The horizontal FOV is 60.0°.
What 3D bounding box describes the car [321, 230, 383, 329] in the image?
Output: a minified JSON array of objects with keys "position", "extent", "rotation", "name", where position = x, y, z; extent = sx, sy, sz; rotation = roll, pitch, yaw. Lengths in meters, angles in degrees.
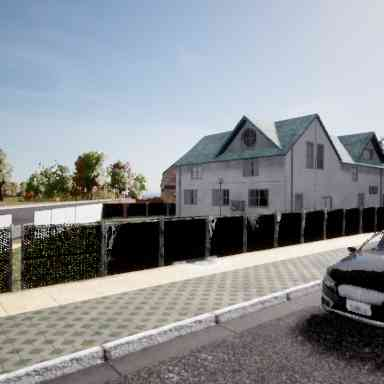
[{"position":[4.489,1.509,6.663],"extent":[4.902,1.511,2.128],"rotation":[0,0,-38],"name":"car"}]
